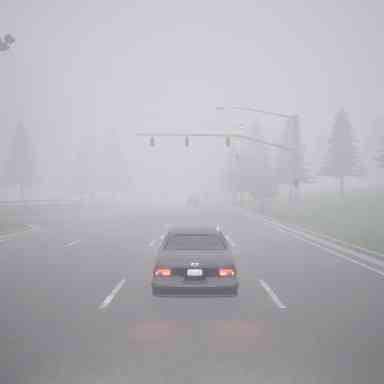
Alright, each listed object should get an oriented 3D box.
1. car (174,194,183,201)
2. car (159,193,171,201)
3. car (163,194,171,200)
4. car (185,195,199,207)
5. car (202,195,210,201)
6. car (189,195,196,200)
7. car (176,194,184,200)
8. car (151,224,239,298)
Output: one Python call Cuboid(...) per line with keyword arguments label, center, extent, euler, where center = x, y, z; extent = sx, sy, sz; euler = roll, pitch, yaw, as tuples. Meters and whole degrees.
Cuboid(label="car", center=(-3.423, 1.517, 83.816), extent=(1.812, 1.442, 4.674), euler=(0, 0, 0))
Cuboid(label="car", center=(-6.924, 1.217, 83.433), extent=(2.150, 2.045, 5.566), euler=(0, 0, 0))
Cuboid(label="car", center=(-6.914, 1.385, 93.823), extent=(1.994, 1.385, 4.181), euler=(0, 0, 0))
Cuboid(label="car", center=(0.046, 1.352, 52.754), extent=(2.097, 1.767, 4.553), euler=(0, 0, 0))
Cuboid(label="car", center=(3.579, 1.497, 86.310), extent=(1.837, 1.490, 4.892), euler=(0, 0, 0))
Cuboid(label="car", center=(0.086, 1.540, 94.230), extent=(2.033, 1.411, 5.357), euler=(0, 0, 0))
Cuboid(label="car", center=(-3.414, 1.357, 93.820), extent=(2.128, 1.511, 4.902), euler=(0, 0, 0))
Cuboid(label="car", center=(0.074, 1.547, 8.714), extent=(2.033, 1.411, 5.357), euler=(0, 0, 0))
